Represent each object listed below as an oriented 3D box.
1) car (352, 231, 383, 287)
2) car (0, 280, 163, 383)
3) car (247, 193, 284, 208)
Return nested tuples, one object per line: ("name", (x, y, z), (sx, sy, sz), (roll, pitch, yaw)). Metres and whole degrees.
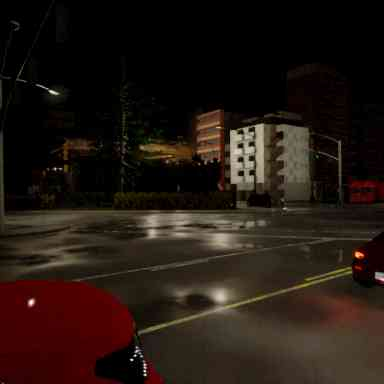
("car", (5.544, 1.433, 7.715), (4.674, 1.442, 1.812), (-1, 1, -35))
("car", (-2.871, 1.222, 1.693), (5.566, 2.045, 2.150), (0, 0, -35))
("car", (8.616, 0.941, 39.342), (2.097, 1.767, 4.553), (-1, 1, -35))
